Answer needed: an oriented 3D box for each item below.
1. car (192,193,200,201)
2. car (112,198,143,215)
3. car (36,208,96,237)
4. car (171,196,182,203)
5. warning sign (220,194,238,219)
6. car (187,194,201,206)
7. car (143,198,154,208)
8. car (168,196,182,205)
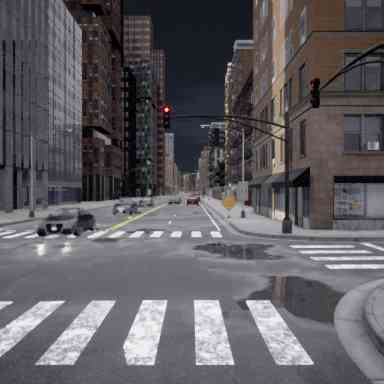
[{"bbox_3d":[0.975,1.268,85.682,2.150,2.045,5.566,0,0,0],"label":"car"},{"bbox_3d":[-6.599,1.497,33.235,2.128,1.511,4.902,0,0,0],"label":"car"},{"bbox_3d":[-6.604,1.570,17.904,1.994,1.385,4.181,0,0,0],"label":"car"},{"bbox_3d":[-3.154,1.573,69.638,2.033,1.411,5.357,0,0,0],"label":"car"},{"bbox_3d":[2.853,1.118,25.648,1.300,1.860,1.060,0,0,0],"label":"warning sign"},{"bbox_3d":[0.100,1.493,54.838,1.882,1.535,5.008,0,0,0],"label":"car"},{"bbox_3d":[-6.586,1.537,48.230,1.812,1.442,4.674,0,0,0],"label":"car"},{"bbox_3d":[-3.151,1.619,59.379,1.895,1.301,4.718,0,0,0],"label":"car"}]
